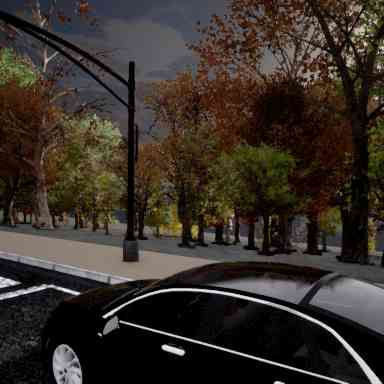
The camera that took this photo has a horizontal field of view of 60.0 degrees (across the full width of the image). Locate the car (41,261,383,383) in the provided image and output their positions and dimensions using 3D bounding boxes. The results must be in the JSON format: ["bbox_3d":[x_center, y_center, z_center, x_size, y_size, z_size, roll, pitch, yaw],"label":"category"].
[{"bbox_3d":[0.389,1.505,3.397,4.892,1.490,1.837,0,0,36],"label":"car"}]
